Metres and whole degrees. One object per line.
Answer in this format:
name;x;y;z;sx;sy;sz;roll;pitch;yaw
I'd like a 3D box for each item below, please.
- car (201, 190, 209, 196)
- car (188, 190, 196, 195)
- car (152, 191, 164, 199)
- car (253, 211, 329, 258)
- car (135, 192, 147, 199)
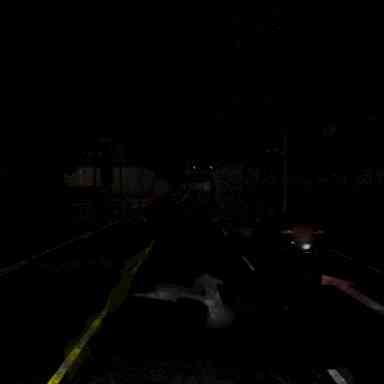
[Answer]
car;3.507;0.266;90.907;1.994;1.385;4.181;0;1;0
car;0.007;0.213;90.907;1.837;1.490;4.892;0;1;0
car;-6.995;0.551;69.132;2.097;1.767;4.553;0;1;0
car;3.547;1.457;12.670;2.128;1.511;4.902;0;0;1
car;-10.495;0.705;68.580;1.837;1.490;4.892;0;1;0
